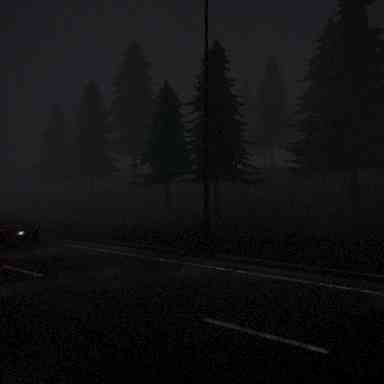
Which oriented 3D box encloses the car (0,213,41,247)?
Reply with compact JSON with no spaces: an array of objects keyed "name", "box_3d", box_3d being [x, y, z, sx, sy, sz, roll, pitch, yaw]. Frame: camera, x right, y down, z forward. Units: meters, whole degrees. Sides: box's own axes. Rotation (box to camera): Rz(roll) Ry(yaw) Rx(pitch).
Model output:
[{"name":"car","box_3d":[-8.269,1.570,14.066,4.181,1.385,1.994,0,0,36]}]
